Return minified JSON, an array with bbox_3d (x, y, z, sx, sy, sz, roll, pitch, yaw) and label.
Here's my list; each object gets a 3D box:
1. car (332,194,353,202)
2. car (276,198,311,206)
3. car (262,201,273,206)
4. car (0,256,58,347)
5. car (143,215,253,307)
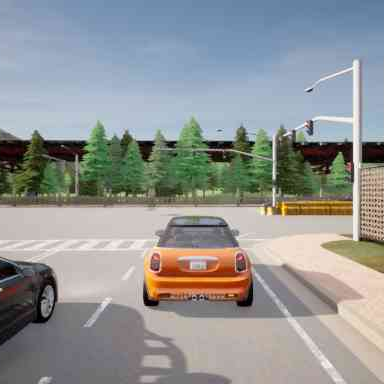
[{"bbox_3d":[21.333,1.221,44.037,5.566,2.045,2.150,0,0,-2],"label":"car"},{"bbox_3d":[11.957,1.601,36.710,4.718,1.301,1.895,0,0,-3],"label":"car"},{"bbox_3d":[11.633,1.526,43.739,4.674,1.442,1.812,0,0,-2],"label":"car"},{"bbox_3d":[-3.399,1.505,4.285,1.837,1.490,4.892,0,0,0],"label":"car"},{"bbox_3d":[0.128,1.352,8.161,2.097,1.767,4.553,0,0,0],"label":"car"}]
